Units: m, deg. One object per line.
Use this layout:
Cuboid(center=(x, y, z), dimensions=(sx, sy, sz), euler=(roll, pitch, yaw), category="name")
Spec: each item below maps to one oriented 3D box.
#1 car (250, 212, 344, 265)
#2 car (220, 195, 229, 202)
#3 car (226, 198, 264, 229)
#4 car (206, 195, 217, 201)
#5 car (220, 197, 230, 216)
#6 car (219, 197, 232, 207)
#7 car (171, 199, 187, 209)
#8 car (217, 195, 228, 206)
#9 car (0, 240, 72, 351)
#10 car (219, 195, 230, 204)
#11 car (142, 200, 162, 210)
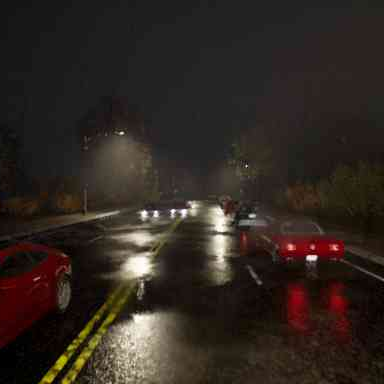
Cuboid(center=(3.488, 1.624, 11.801), dimensions=(1.895, 1.301, 4.718), euler=(0, 0, 1), category="car")
Cuboid(center=(7.526, 1.529, 76.178), dimensions=(1.882, 1.535, 5.008), euler=(0, 0, 6), category="car")
Cuboid(center=(3.624, 1.469, 21.709), dimensions=(2.033, 1.649, 4.856), euler=(0, 0, 2), category="car")
Cuboid(center=(5.344, 1.553, 85.810), dimensions=(1.895, 1.301, 4.718), euler=(0, 0, 7), category="car")
Cuboid(center=(4.067, 1.528, 32.624), dimensions=(1.882, 1.535, 5.008), euler=(0, 0, 3), category="car")
Cuboid(center=(5.459, 1.626, 54.427), dimensions=(1.994, 1.385, 4.181), euler=(0, 0, 5), category="car")
Cuboid(center=(-1.733, 1.662, 46.199), dimensions=(1.895, 1.301, 4.718), euler=(0, 0, 4), category="car")
Cuboid(center=(4.678, 1.551, 43.531), dimensions=(2.128, 1.511, 4.902), euler=(0, 0, 4), category="car")
Cuboid(center=(-3.304, 1.535, 4.968), dimensions=(1.812, 1.442, 4.674), euler=(0, 0, 1), category="car")
Cuboid(center=(6.405, 1.412, 65.280), dimensions=(2.097, 1.767, 4.553), euler=(0, 0, 5), category="car")
Cuboid(center=(-5.167, 1.661, 43.526), dimensions=(1.895, 1.301, 4.718), euler=(0, 0, 4), category="car")
